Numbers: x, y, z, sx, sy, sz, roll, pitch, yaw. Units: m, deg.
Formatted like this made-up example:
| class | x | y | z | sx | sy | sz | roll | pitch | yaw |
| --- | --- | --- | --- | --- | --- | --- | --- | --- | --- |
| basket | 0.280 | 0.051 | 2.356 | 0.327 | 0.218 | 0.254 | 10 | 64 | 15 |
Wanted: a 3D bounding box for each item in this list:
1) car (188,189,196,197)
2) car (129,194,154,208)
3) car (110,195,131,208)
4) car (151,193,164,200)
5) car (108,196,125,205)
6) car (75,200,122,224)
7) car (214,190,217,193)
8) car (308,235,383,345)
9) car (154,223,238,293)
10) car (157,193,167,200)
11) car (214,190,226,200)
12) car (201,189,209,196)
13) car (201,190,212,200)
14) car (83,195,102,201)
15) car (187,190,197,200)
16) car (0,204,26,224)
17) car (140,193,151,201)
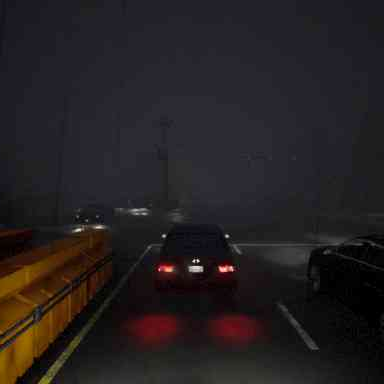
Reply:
| class | x | y | z | sx | sy | sz | roll | pitch | yaw |
| --- | --- | --- | --- | --- | --- | --- | --- | --- | --- |
| car | -0.021 | 0.116 | 88.533 | 1.882 | 1.535 | 5.008 | 0 | 7 | 0 |
| car | -7.016 | 1.491 | 46.764 | 2.128 | 1.511 | 4.902 | 0 | 0 | 0 |
| car | -10.516 | 1.547 | 49.708 | 2.033 | 1.411 | 5.357 | 0 | 0 | 0 |
| car | -6.979 | 1.219 | 62.681 | 2.150 | 2.045 | 5.566 | 0 | 0 | 0 |
| car | -13.975 | 1.546 | 61.884 | 2.033 | 1.411 | 5.357 | 0 | 0 | 0 |
| car | -7.059 | 1.547 | 25.043 | 2.033 | 1.411 | 5.357 | 0 | 0 | 0 |
| car | 6.979 | 0.138 | 88.563 | 1.837 | 1.490 | 4.892 | 0 | 7 | 0 |
| car | 3.577 | 1.492 | 5.811 | 2.128 | 1.511 | 4.902 | 0 | 0 | 0 |
| car | 0.096 | 1.547 | 8.990 | 2.033 | 1.411 | 5.357 | 0 | 0 | 0 |
| car | -6.982 | 0.993 | 78.333 | 2.033 | 1.411 | 5.357 | 0 | 3 | 0 |
| car | 7.016 | 0.997 | 78.908 | 1.994 | 1.385 | 4.181 | 0 | 4 | 0 |
| car | 3.479 | 0.190 | 88.555 | 1.994 | 1.385 | 4.181 | 0 | 7 | 0 |
| car | 3.517 | 0.821 | 78.603 | 2.097 | 1.767 | 4.553 | 0 | 4 | 0 |
| car | -14.021 | 1.353 | 46.873 | 2.097 | 1.767 | 4.553 | 0 | 0 | 0 |
| car | 0.018 | 0.970 | 78.509 | 1.837 | 1.490 | 4.892 | 0 | 4 | 0 |
| car | -14.060 | 1.564 | 24.560 | 1.994 | 1.385 | 4.181 | 0 | 0 | 0 |
| car | -10.470 | 1.122 | 75.421 | 1.882 | 1.535 | 5.008 | 0 | 2 | 0 |
